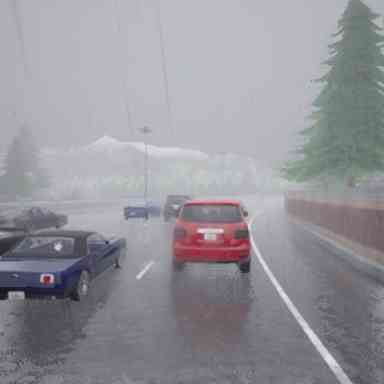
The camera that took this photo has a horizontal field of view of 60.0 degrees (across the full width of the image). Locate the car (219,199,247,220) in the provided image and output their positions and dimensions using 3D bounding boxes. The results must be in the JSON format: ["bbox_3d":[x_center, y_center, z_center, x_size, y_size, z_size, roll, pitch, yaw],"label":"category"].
[{"bbox_3d":[3.704,1.475,29.187,1.882,1.535,5.008,0,0,13],"label":"car"}]

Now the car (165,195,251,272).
[{"bbox_3d":[0.698,1.218,10.966,2.150,2.045,5.566,0,0,5],"label":"car"}]

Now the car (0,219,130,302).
[{"bbox_3d":[-3.029,1.588,8.234,1.895,1.301,4.718,0,0,4],"label":"car"}]

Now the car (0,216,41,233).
[{"bbox_3d":[-6.460,1.577,9.285,1.895,1.301,4.718,0,0,4],"label":"car"}]

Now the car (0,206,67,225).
[{"bbox_3d":[-8.999,1.511,18.528,2.033,1.411,5.357,0,0,8],"label":"car"}]

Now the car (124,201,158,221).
[{"bbox_3d":[-3.909,1.453,27.184,1.882,1.535,5.008,0,0,11],"label":"car"}]

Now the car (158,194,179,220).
[{"bbox_3d":[-0.613,1.207,25.965,2.150,2.045,5.566,0,0,11],"label":"car"}]
